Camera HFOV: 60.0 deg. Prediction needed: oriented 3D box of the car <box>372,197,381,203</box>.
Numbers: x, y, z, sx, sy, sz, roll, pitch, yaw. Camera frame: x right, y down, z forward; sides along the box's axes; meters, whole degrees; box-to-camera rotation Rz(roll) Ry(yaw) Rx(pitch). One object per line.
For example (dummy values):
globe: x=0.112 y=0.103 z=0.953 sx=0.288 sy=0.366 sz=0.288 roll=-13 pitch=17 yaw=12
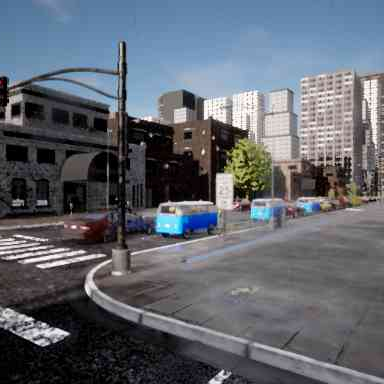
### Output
car: x=44.177 y=1.896 z=80.995 sx=1.947 sy=1.339 sz=4.313 roll=0 pitch=0 yaw=35

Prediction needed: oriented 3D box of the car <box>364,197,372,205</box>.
car: x=34.680 y=1.807 z=67.422 sx=1.887 sy=1.381 sz=4.507 roll=0 pitch=0 yaw=35

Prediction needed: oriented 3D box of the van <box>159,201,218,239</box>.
van: x=-0.140 y=1.404 z=17.655 sx=1.690 sy=1.788 sz=3.998 roll=0 pitch=0 yaw=35

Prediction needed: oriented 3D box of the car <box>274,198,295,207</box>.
car: x=15.162 y=1.660 z=54.144 sx=1.887 sy=1.381 sz=4.507 roll=0 pitch=0 yaw=35

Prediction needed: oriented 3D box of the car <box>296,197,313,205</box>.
car: x=21.493 y=1.700 z=63.192 sx=1.887 sy=1.381 sz=4.507 roll=0 pitch=0 yaw=35

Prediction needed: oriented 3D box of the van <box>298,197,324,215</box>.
van: x=12.522 y=1.466 z=35.752 sx=1.690 sy=1.788 sz=3.998 roll=0 pitch=0 yaw=35

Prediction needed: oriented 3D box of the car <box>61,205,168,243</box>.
car: x=-3.794 y=1.585 z=16.637 sx=2.033 sy=1.411 sz=5.357 roll=1 pitch=0 yaw=33

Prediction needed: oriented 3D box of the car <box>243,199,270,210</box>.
car: x=8.831 y=1.624 z=45.096 sx=1.887 sy=1.381 sz=4.507 roll=0 pitch=0 yaw=35

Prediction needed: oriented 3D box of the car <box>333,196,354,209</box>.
car: x=22.019 y=1.494 z=49.326 sx=2.192 sy=1.841 sz=5.009 roll=0 pitch=0 yaw=35

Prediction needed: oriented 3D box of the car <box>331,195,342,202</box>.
car: x=37.321 y=1.707 z=85.813 sx=1.967 sy=1.590 sz=4.097 roll=0 pitch=0 yaw=35

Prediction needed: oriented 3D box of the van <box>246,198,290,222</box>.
van: x=6.191 y=1.433 z=26.704 sx=1.690 sy=1.788 sz=3.998 roll=0 pitch=0 yaw=35

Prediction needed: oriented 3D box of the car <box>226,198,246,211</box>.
car: x=5.666 y=1.502 z=40.572 sx=1.967 sy=1.590 sz=4.097 roll=0 pitch=0 yaw=35

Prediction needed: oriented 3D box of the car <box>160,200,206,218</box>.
car: x=-0.764 y=1.553 z=31.383 sx=1.752 sy=1.417 sz=4.829 roll=0 pitch=0 yaw=35

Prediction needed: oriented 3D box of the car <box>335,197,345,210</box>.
car: x=18.852 y=1.726 z=44.800 sx=1.947 sy=1.339 sz=4.313 roll=0 pitch=0 yaw=35

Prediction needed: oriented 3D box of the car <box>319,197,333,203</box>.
car: x=30.989 y=1.787 z=76.765 sx=1.947 sy=1.339 sz=4.313 roll=0 pitch=0 yaw=35

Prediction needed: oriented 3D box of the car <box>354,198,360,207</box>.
car: x=25.185 y=1.514 z=53.850 sx=2.192 sy=1.841 sz=5.009 roll=0 pitch=0 yaw=35

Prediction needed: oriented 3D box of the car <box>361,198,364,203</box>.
car: x=28.447 y=1.745 z=58.513 sx=1.752 sy=1.417 sz=4.829 roll=0 pitch=0 yaw=35

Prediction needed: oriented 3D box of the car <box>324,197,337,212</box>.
car: x=15.784 y=1.668 z=40.416 sx=1.752 sy=1.417 sz=4.829 roll=0 pitch=0 yaw=35

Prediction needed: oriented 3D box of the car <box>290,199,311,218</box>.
car: x=9.355 y=1.653 z=31.227 sx=1.887 sy=1.381 sz=4.507 roll=0 pitch=0 yaw=35

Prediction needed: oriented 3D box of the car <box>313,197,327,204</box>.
car: x=27.726 y=1.723 z=72.101 sx=1.752 sy=1.417 sz=4.829 roll=0 pitch=0 yaw=35
